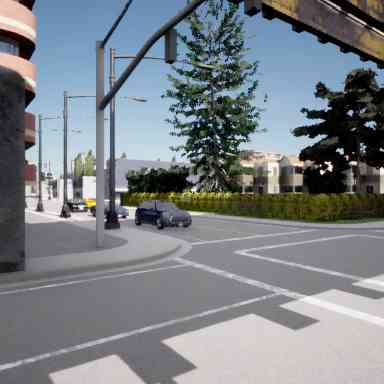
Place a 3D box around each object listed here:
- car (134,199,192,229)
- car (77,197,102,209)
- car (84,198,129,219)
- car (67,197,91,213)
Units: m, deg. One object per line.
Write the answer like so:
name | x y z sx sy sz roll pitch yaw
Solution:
car | -1.959 1.352 21.679 2.097 1.767 4.553 0 0 -35
car | -14.061 1.478 45.323 1.882 1.535 5.008 0 0 -34
car | -7.434 1.547 29.457 2.033 1.411 5.357 0 0 -35
car | -13.292 1.492 37.809 2.128 1.511 4.902 0 0 -35
